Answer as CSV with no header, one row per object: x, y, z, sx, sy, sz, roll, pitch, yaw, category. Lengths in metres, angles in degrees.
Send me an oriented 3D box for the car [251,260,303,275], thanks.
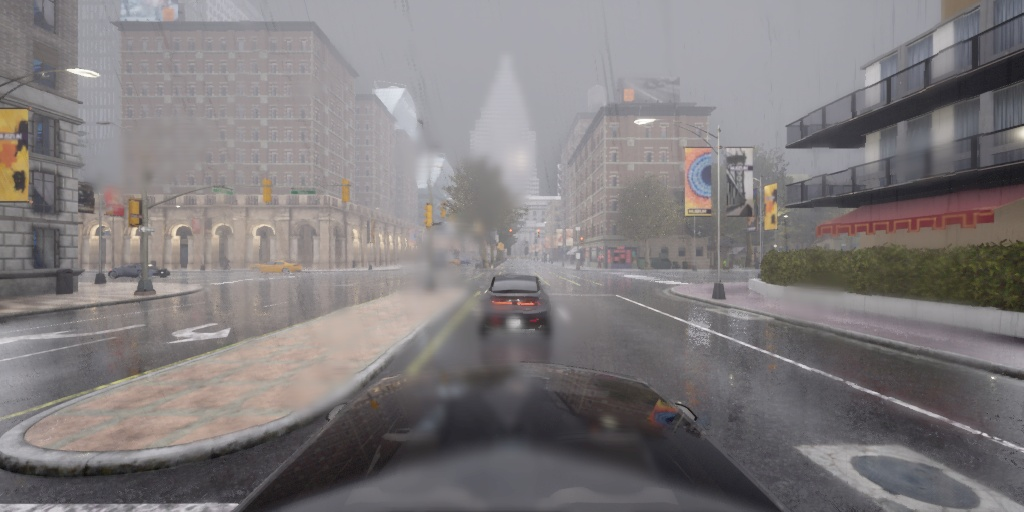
-25.912,1.227,39.551,5.008,1.535,1.882,0,0,-3,car

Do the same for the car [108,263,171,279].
-33.556,1.314,32.352,4.181,1.385,1.994,0,0,0,car

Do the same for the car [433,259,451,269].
-11.433,1.255,57.047,1.837,1.490,4.892,0,0,1,car

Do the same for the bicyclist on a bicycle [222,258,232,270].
-37.171,1.050,46.808,0.582,1.620,1.656,0,0,0,bicyclist on a bicycle

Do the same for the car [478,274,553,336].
0.101,1.255,10.369,1.837,1.490,4.892,0,0,0,car
